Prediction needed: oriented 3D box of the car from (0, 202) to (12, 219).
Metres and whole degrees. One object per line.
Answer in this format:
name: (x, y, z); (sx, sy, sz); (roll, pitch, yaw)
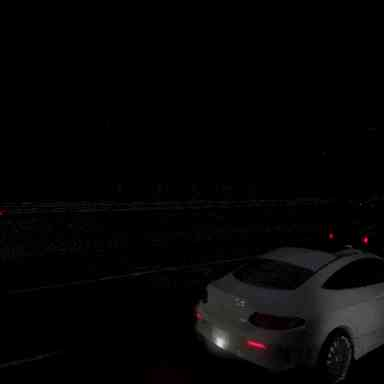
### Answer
car: (-12.446, 1.202, 16.609); (5.566, 2.045, 2.150); (1, -1, -36)

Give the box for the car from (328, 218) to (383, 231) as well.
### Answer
car: (7.490, 1.698, 13.280); (4.718, 1.301, 1.895); (0, 0, -35)

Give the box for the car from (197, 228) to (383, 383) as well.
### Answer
car: (2.226, 1.565, 5.312); (4.674, 1.442, 1.812); (1, 0, -35)

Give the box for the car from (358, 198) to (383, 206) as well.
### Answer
car: (25.416, 1.594, 46.691); (4.892, 1.490, 1.837); (0, 0, -33)

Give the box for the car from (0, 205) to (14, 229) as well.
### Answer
car: (-13.850, 1.530, 19.910); (5.357, 1.411, 2.033); (1, 0, -36)
